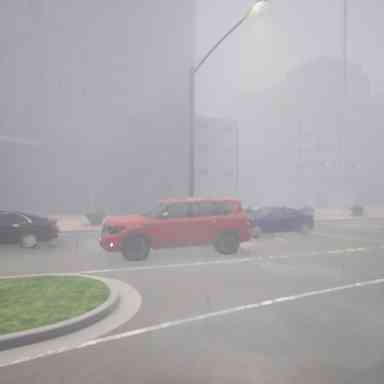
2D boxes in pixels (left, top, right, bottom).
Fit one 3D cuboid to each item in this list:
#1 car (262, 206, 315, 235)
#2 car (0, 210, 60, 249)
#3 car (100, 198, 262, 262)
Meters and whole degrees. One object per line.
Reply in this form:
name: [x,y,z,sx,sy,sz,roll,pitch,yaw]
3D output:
car: [4.311,1.524,18.038,5.008,1.535,1.882,0,0,-24]
car: [-7.969,1.506,13.423,4.892,1.490,1.837,1,0,-18]
car: [-0.502,1.242,12.266,5.566,2.045,2.150,0,0,-21]
